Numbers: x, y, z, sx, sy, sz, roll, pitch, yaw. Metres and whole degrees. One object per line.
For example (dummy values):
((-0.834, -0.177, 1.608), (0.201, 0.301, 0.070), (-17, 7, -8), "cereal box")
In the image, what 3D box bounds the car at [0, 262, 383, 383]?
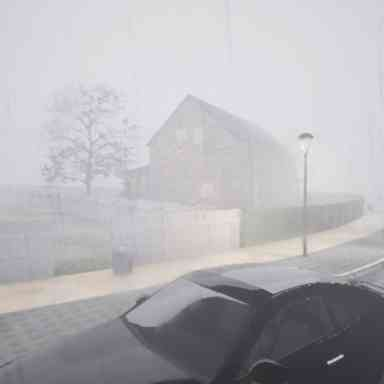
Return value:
((0.436, 1.523, 3.242), (4.674, 1.442, 1.812), (0, 0, -35), "car")
